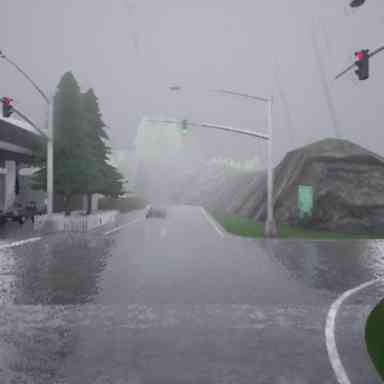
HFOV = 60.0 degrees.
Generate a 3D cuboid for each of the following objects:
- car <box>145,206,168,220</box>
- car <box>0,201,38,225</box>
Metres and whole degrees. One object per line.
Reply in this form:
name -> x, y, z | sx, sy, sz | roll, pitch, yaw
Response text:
car -> -3.504, 2.065, 33.406 | 1.895, 1.301, 4.718 | 0, -1, 0
car -> -14.531, 1.704, 28.130 | 1.905, 1.878, 3.866 | 0, -1, -1
